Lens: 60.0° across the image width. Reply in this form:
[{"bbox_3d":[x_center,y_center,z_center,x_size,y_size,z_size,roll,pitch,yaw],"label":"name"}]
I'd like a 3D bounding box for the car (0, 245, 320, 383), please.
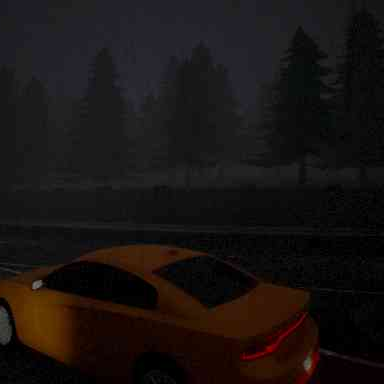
[{"bbox_3d":[-0.904,1.501,4.635,5.008,1.535,1.882,-1,0,36],"label":"car"}]
